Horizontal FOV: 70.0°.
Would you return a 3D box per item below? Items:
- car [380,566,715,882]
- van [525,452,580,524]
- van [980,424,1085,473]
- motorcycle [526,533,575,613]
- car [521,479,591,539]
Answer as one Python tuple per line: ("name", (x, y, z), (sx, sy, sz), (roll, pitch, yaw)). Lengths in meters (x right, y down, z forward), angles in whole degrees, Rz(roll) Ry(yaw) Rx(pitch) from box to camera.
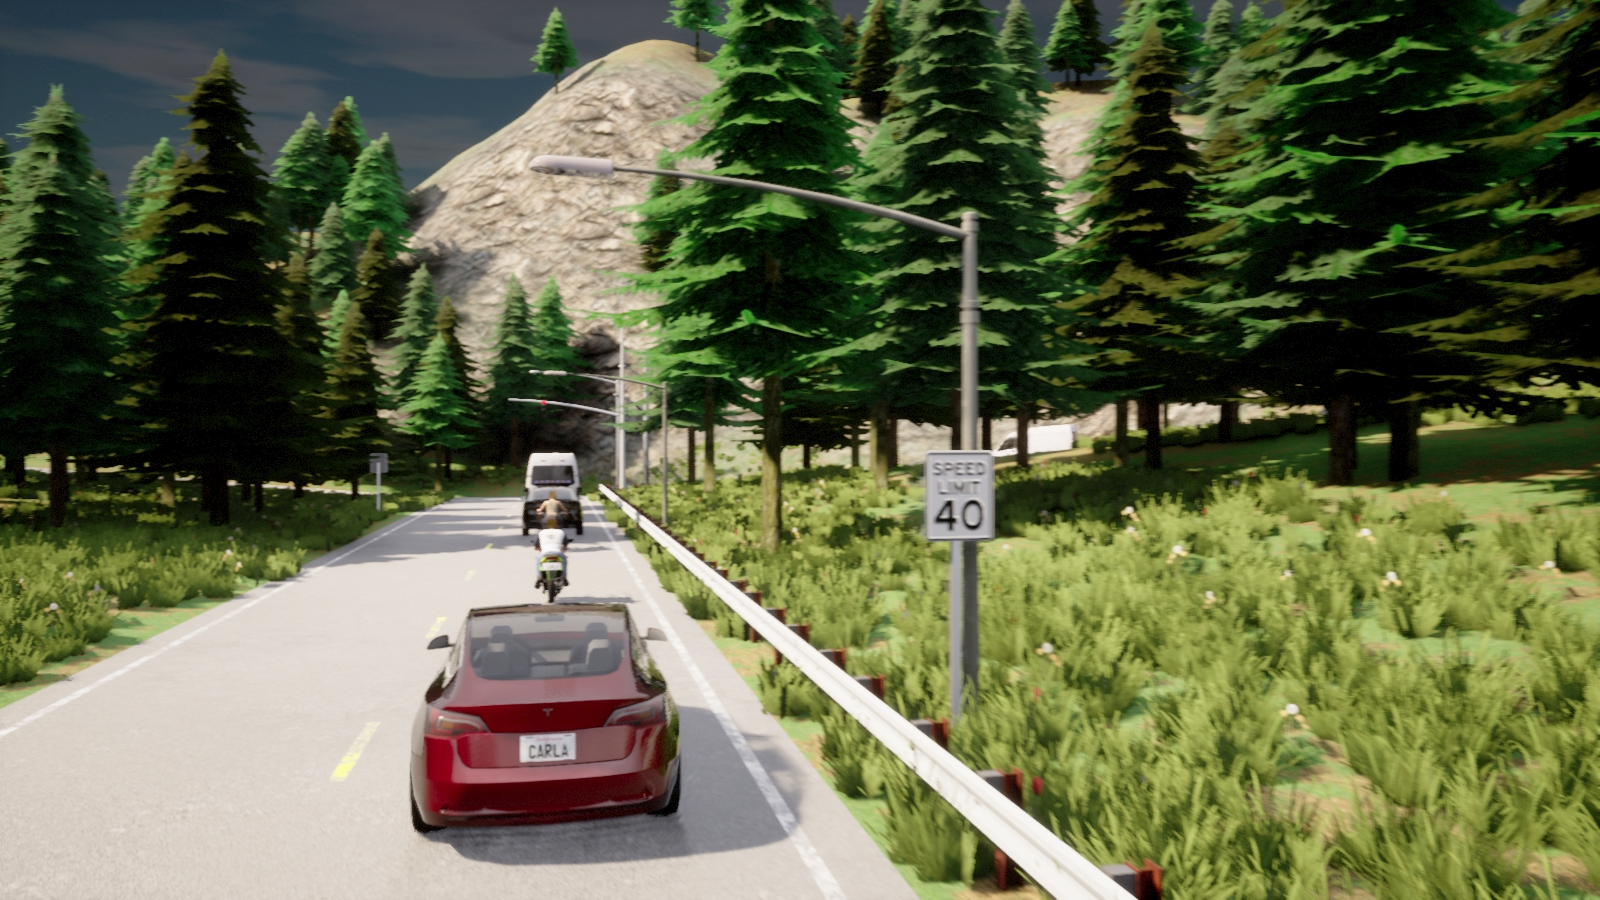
("car", (-2.144, 2.026, 9.919), (2.163, 1.488, 4.792), (0, 0, -12))
("van", (-9.649, 1.388, 44.580), (1.988, 2.561, 5.915), (0, 0, -12))
("van", (14.406, -0.086, 71.005), (5.915, 2.561, 1.988), (-5, -2, 27))
("motorcycle", (-4.435, 2.145, 20.321), (0.803, 1.145, 2.033), (0, 1, -12))
("car", (-7.970, 1.858, 37.354), (2.097, 1.638, 5.238), (0, 0, -12))
